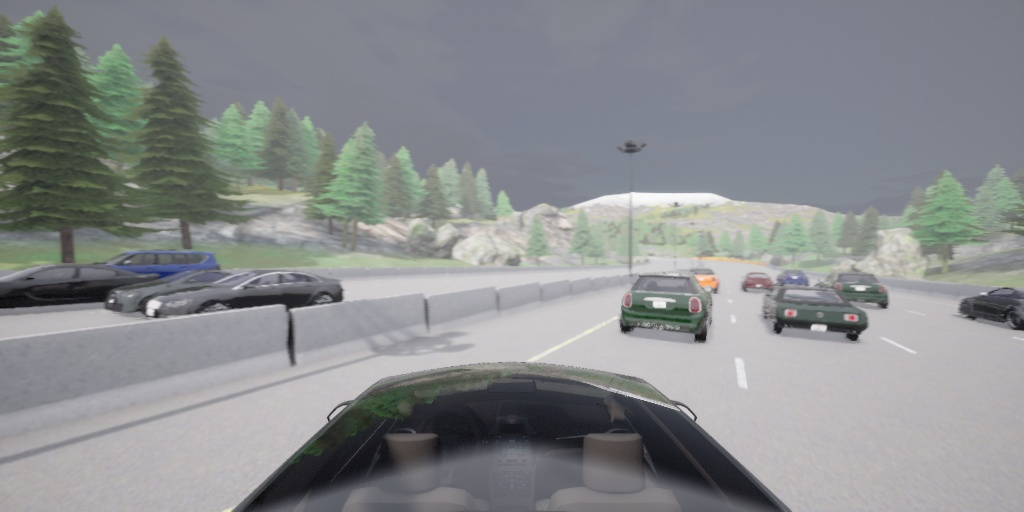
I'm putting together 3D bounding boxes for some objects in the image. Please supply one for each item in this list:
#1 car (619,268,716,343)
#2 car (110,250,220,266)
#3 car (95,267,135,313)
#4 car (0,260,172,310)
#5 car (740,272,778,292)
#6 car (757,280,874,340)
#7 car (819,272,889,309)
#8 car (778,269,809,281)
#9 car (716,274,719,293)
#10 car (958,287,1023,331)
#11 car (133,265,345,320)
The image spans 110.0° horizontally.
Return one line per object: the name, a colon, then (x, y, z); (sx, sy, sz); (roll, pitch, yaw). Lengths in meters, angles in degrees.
car: (4.753, 1.266, 10.753); (2.097, 1.767, 4.553); (1, -1, 31)
car: (-16.620, 0.744, 16.258); (2.150, 2.045, 5.566); (1, 0, 31)
car: (-10.821, 1.173, 12.323); (1.994, 1.385, 4.181); (1, 0, 31)
car: (-15.112, 1.001, 11.942); (1.882, 1.535, 5.008); (1, 0, 31)
car: (18.491, 1.952, 27.126); (1.812, 1.442, 4.674); (1, -1, 30)
car: (9.052, 1.610, 11.153); (1.895, 1.301, 4.718); (1, -1, 31)
car: (17.760, 1.652, 18.989); (2.097, 1.767, 4.553); (1, -1, 31)
car: (27.150, 2.084, 34.856); (2.097, 1.767, 4.553); (1, -1, 31)
car: (13.890, 1.658, 26.191); (2.097, 1.767, 4.553); (1, -1, 31)
car: (17.992, 1.787, 12.515); (1.994, 1.385, 4.181); (1, -1, 31)
car: (-7.603, 1.154, 10.887); (2.128, 1.511, 4.902); (1, 0, 31)
